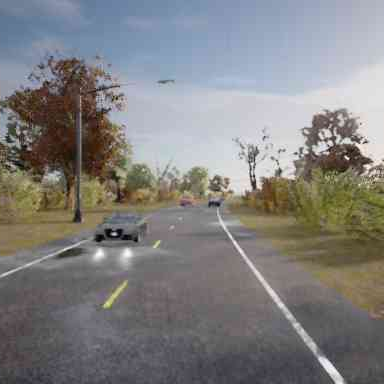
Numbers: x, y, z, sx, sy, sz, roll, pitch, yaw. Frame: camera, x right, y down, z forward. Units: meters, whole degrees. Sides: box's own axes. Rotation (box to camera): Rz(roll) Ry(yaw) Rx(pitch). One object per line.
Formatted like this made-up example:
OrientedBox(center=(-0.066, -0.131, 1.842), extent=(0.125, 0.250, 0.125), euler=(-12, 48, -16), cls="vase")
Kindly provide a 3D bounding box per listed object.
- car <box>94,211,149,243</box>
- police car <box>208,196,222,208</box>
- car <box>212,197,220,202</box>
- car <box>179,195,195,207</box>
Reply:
OrientedBox(center=(-3.335, 1.639, 16.403), extent=(1.994, 1.385, 4.181), euler=(0, 0, 2), cls="car")
OrientedBox(center=(3.694, 1.763, 56.576), extent=(1.930, 1.638, 5.238), euler=(0, 0, 5), cls="police car")
OrientedBox(center=(6.619, 2.015, 90.310), extent=(1.812, 1.442, 4.674), euler=(0, -1, 9), cls="car")
OrientedBox(center=(-0.797, 1.569, 57.761), extent=(2.150, 2.045, 5.566), euler=(0, 0, 6), cls="car")
